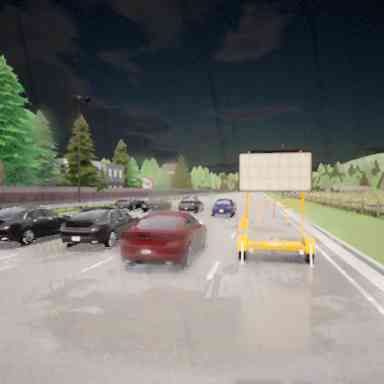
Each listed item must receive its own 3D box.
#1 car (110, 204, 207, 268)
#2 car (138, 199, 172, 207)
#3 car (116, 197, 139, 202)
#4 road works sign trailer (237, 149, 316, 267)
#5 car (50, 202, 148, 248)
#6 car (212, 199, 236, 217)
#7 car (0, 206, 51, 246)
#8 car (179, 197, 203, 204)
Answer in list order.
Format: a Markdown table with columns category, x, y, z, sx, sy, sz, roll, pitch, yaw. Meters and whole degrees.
| category | x | y | z | sx | sy | sz | roll | pitch | yaw |
| --- | --- | --- | --- | --- | --- | --- | --- | --- | --- |
| car | -0.709 | 1.401 | 11.152 | 1.882 | 1.535 | 5.008 | 0 | 0 | 11 |
| car | -3.427 | 1.371 | 33.311 | 1.895 | 1.301 | 4.718 | 0 | 0 | 11 |
| car | -6.560 | 1.241 | 35.494 | 2.128 | 1.511 | 4.902 | 0 | 0 | 11 |
| road works sign trailer | 2.781 | 0.394 | 11.251 | 2.380 | 3.560 | 2.880 | 0 | 0 | 11 |
| car | -3.661 | 1.402 | 14.247 | 1.837 | 1.490 | 4.892 | 0 | 0 | 11 |
| car | 2.828 | 1.337 | 28.949 | 1.812 | 1.442 | 4.674 | 0 | 0 | 11 |
| car | -7.121 | 1.392 | 14.788 | 1.837 | 1.490 | 4.892 | 0 | 0 | 11 |
| car | -0.039 | 1.274 | 32.398 | 2.128 | 1.511 | 4.902 | 0 | 0 | 11 |
